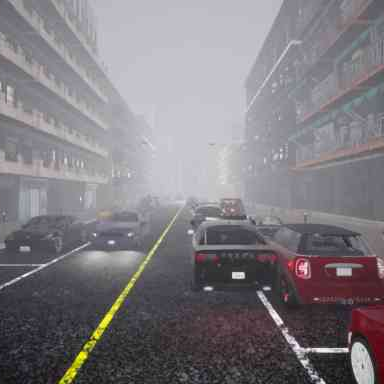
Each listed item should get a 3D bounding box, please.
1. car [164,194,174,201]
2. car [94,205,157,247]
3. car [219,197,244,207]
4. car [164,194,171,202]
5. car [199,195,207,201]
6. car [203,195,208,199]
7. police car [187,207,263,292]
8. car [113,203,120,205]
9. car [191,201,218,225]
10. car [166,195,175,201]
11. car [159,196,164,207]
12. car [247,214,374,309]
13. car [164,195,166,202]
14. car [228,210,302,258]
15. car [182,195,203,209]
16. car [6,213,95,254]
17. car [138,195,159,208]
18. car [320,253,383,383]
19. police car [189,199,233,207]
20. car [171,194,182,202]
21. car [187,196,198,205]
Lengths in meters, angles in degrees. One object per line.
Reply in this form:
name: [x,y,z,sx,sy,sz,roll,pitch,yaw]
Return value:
car: [-5.583,1.415,81.125,1.967,1.590,4.097,0,0,0]
car: [-3.080,1.546,15.405,2.033,1.411,5.357,0,0,0]
car: [2.724,1.312,24.746,2.192,1.841,5.009,0,0,0]
car: [-5.589,1.293,75.489,2.192,1.841,5.009,0,0,0]
car: [2.805,1.517,86.746,1.887,1.381,4.507,0,0,0]
car: [2.790,1.503,75.644,1.752,1.417,4.829,0,0,0]
police car: [0.910,1.425,9.082,1.930,1.638,5.238,0,0,0]
car: [-5.658,1.523,24.591,1.752,1.417,4.829,0,0,0]
car: [0.858,1.503,24.972,1.837,1.490,4.892,0,0,0]
car: [-5.575,1.517,86.762,1.887,1.381,4.507,0,0,0]
car: [-5.627,1.305,47.307,2.192,1.841,5.009,0,0,0]
car: [2.701,1.440,7.838,1.967,1.590,4.097,0,0,0]
car: [-5.621,1.570,52.944,1.802,1.307,4.206,0,0,0]
car: [2.708,1.550,13.473,2.008,1.369,4.403,0,0,0]
car: [0.069,1.483,45.583,2.128,1.511,4.902,0,0,0]
car: [-5.673,1.565,13.487,1.947,1.339,4.313,0,0,0]
car: [-5.635,1.432,41.671,1.967,1.590,4.097,0,0,0]
car: [2.693,1.545,2.201,1.887,1.381,4.507,0,0,0]
police car: [0.924,1.424,19.082,1.930,1.638,5.238,0,0,0]
car: [-2.903,1.330,75.117,2.097,1.767,4.553,0,0,0]
car: [0.078,1.463,59.521,1.882,1.535,5.008,0,0,0]
